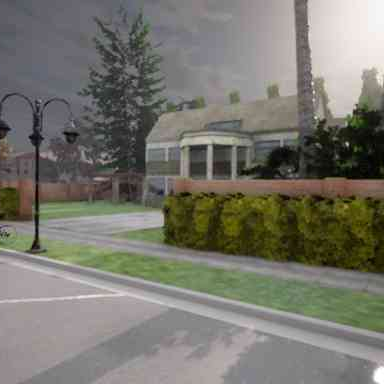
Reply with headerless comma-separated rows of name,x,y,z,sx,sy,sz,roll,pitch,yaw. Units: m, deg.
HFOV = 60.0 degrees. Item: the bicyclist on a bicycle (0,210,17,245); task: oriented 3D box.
bicyclist on a bicycle,-6.474,1.060,10.651,0.582,1.620,1.656,2,10,33
